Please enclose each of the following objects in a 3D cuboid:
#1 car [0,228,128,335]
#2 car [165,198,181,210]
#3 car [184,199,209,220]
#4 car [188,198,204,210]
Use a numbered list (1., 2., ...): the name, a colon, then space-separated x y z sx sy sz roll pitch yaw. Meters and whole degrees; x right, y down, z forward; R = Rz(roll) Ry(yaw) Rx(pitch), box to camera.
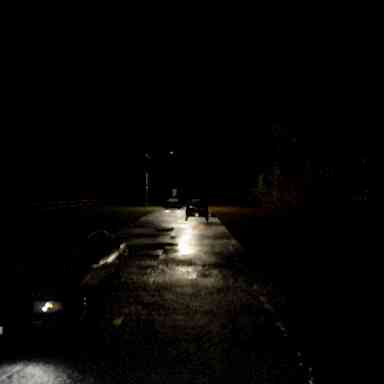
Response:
1. car: -2.736 1.542 7.294 2.033 1.411 5.357 0 0 1
2. car: -2.403 1.462 42.756 1.882 1.535 5.008 0 0 1
3. car: 0.396 1.496 27.876 1.837 1.490 4.892 0 0 1
4. car: 0.526 1.552 42.928 1.994 1.385 4.181 0 0 1
